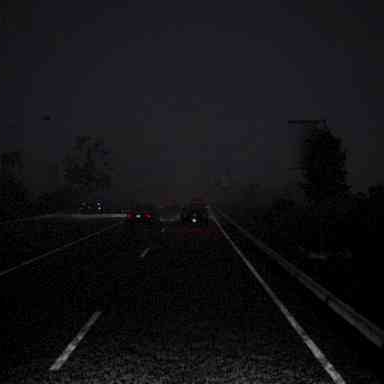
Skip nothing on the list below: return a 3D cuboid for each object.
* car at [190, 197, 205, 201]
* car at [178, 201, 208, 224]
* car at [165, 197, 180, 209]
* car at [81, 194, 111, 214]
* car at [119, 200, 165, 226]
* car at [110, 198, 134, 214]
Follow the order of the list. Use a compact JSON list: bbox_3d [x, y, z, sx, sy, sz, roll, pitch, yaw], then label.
[{"bbox_3d":[0.722,1.504,45.743,1.837,1.490,4.892,0,0,2],"label":"car"},{"bbox_3d":[0.189,1.600,24.405,1.895,1.301,4.718,0,0,1],"label":"car"},{"bbox_3d":[-2.776,1.476,45.652,1.882,1.535,5.008,0,0,2],"label":"car"},{"bbox_3d":[-10.280,1.220,36.452,2.150,2.045,5.566,0,0,2],"label":"car"},{"bbox_3d":[-3.329,1.547,23.318,2.033,1.411,5.357,0,0,1],"label":"car"},{"bbox_3d":[-6.804,1.547,35.663,2.033,1.411,5.357,0,0,1],"label":"car"}]
